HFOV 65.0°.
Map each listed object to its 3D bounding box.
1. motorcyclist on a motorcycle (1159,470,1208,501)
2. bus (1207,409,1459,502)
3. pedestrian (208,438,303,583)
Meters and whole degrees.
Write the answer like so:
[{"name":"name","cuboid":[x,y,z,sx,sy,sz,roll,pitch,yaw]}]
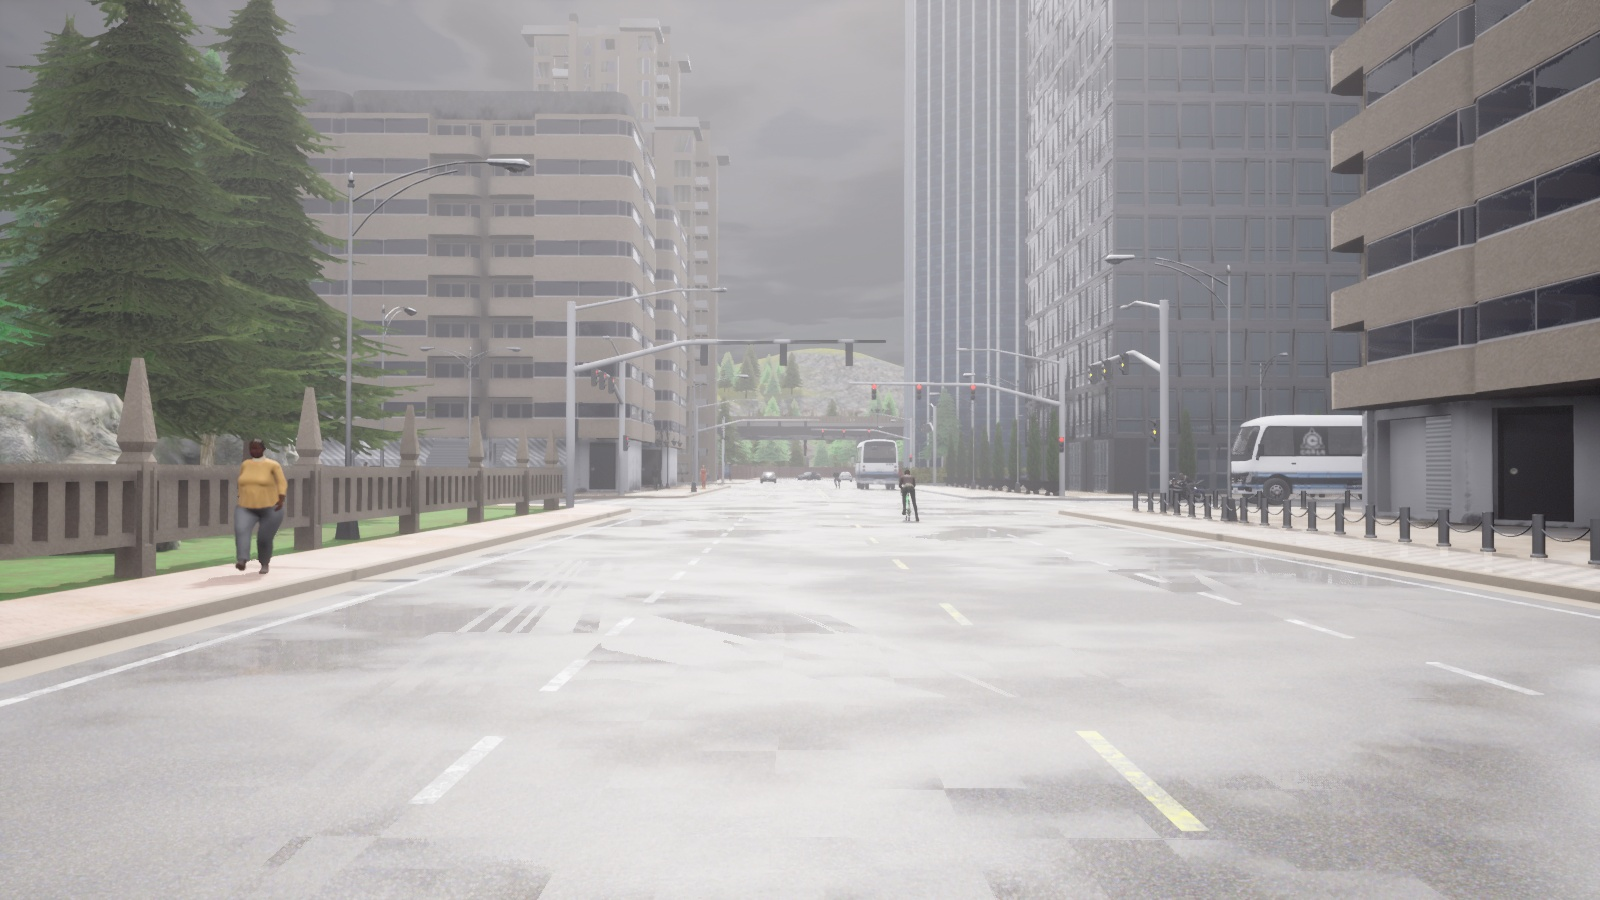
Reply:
[{"name":"motorcyclist on a motorcycle","cuboid":[19.262,1.773,63.053,2.191,1.530,0.866,0,-1,0]},{"name":"bus","cuboid":[25.076,0.280,59.561,10.273,4.253,3.944,0,-1,0]},{"name":"pedestrian","cuboid":[-7.165,0.779,16.568,0.874,1.855,0.900,0,-1,-2]}]
